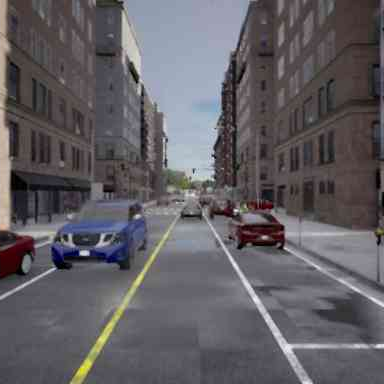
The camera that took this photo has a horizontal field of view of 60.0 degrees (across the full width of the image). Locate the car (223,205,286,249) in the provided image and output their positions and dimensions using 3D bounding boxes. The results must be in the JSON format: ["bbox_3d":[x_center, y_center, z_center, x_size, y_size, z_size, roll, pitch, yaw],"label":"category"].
[{"bbox_3d":[2.728,1.568,14.944,1.882,1.535,5.008,0,0,0],"label":"car"}]

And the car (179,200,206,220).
[{"bbox_3d":[-0.022,1.747,30.655,1.994,1.385,4.181,0,0,1],"label":"car"}]

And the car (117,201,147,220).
[{"bbox_3d":[-5.433,1.623,30.621,1.967,1.590,4.097,0,0,0],"label":"car"}]

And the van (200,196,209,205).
[{"bbox_3d":[2.590,1.746,68.697,1.690,1.788,3.998,0,0,0],"label":"van"}]

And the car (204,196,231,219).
[{"bbox_3d":[2.592,1.497,30.634,2.192,1.841,5.009,0,0,0],"label":"car"}]

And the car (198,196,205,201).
[{"bbox_3d":[2.615,1.656,57.690,2.192,1.841,5.009,0,0,0],"label":"car"}]

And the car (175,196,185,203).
[{"bbox_3d":[-2.876,1.978,84.977,1.882,1.535,5.008,0,0,0],"label":"car"}]

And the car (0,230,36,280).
[{"bbox_3d":[-5.400,1.593,7.892,1.887,1.381,4.507,0,0,0],"label":"car"}]

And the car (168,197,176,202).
[{"bbox_3d":[-5.541,2.078,90.697,1.887,1.381,4.507,0,0,0],"label":"car"}]

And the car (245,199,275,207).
[{"bbox_3d":[8.872,1.700,42.299,5.008,1.535,1.882,-1,0,-5],"label":"car"}]

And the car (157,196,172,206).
[{"bbox_3d":[-5.512,1.688,63.180,2.192,1.841,5.009,0,0,0],"label":"car"}]

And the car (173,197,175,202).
[{"bbox_3d":[-5.524,1.988,74.186,2.008,1.369,4.403,0,0,0],"label":"car"}]

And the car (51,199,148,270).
[{"bbox_3d":[-2.867,1.292,11.629,2.150,2.045,5.566,0,0,0],"label":"car"}]

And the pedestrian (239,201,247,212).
[{"bbox_3d":[2.723,1.401,17.949,0.375,1.860,0.375,0,0,0],"label":"pedestrian"}]
